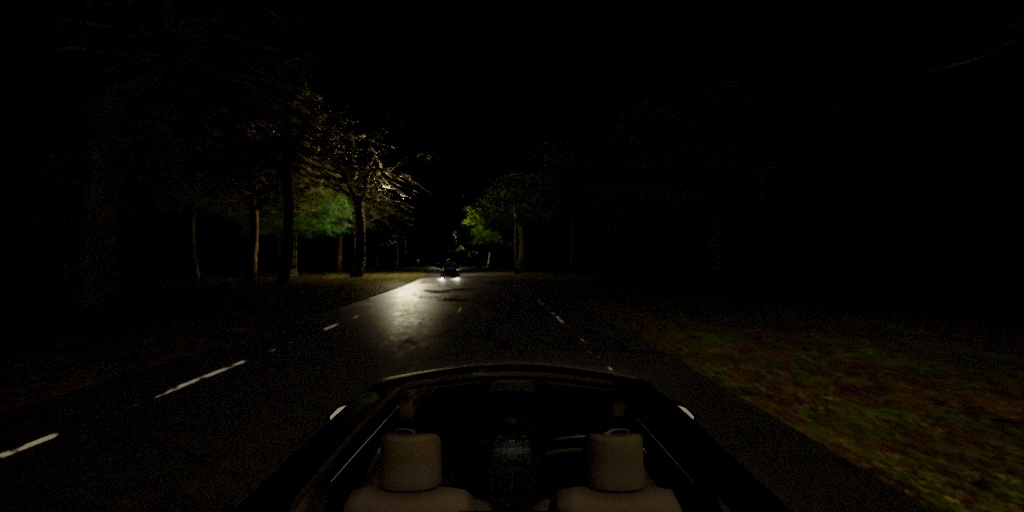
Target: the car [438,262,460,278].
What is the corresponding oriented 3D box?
[{"bbox_3d":[-7.137,1.528,41.373,2.097,1.767,4.553,0,-1,-10],"label":"car"}]
